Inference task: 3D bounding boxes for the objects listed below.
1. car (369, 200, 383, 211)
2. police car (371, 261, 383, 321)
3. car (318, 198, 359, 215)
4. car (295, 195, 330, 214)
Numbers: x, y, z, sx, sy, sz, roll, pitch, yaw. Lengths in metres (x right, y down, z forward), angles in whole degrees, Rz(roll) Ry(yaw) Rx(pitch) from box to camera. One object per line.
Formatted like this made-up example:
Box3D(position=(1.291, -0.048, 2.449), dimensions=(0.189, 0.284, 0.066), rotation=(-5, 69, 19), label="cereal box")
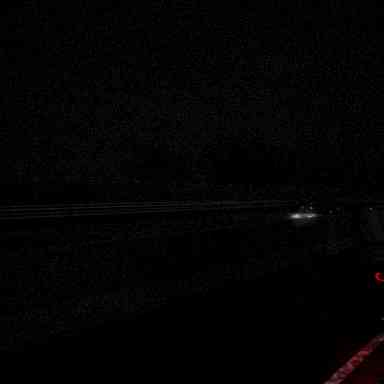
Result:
Box3D(position=(19.531, 1.624, 33.553), dimensions=(4.892, 1.490, 1.837), rotation=(1, 0, -44), label="car")
Box3D(position=(5.117, 1.427, 6.296), dimensions=(5.238, 1.638, 1.930), rotation=(0, 0, -44), label="police car")
Box3D(position=(15.561, 1.652, 34.581), dimensions=(5.357, 1.411, 2.033), rotation=(1, 0, -44), label="car")
Box3D(position=(13.945, 1.332, 37.887), dimensions=(5.566, 2.045, 2.150), rotation=(1, 0, -44), label="car")
